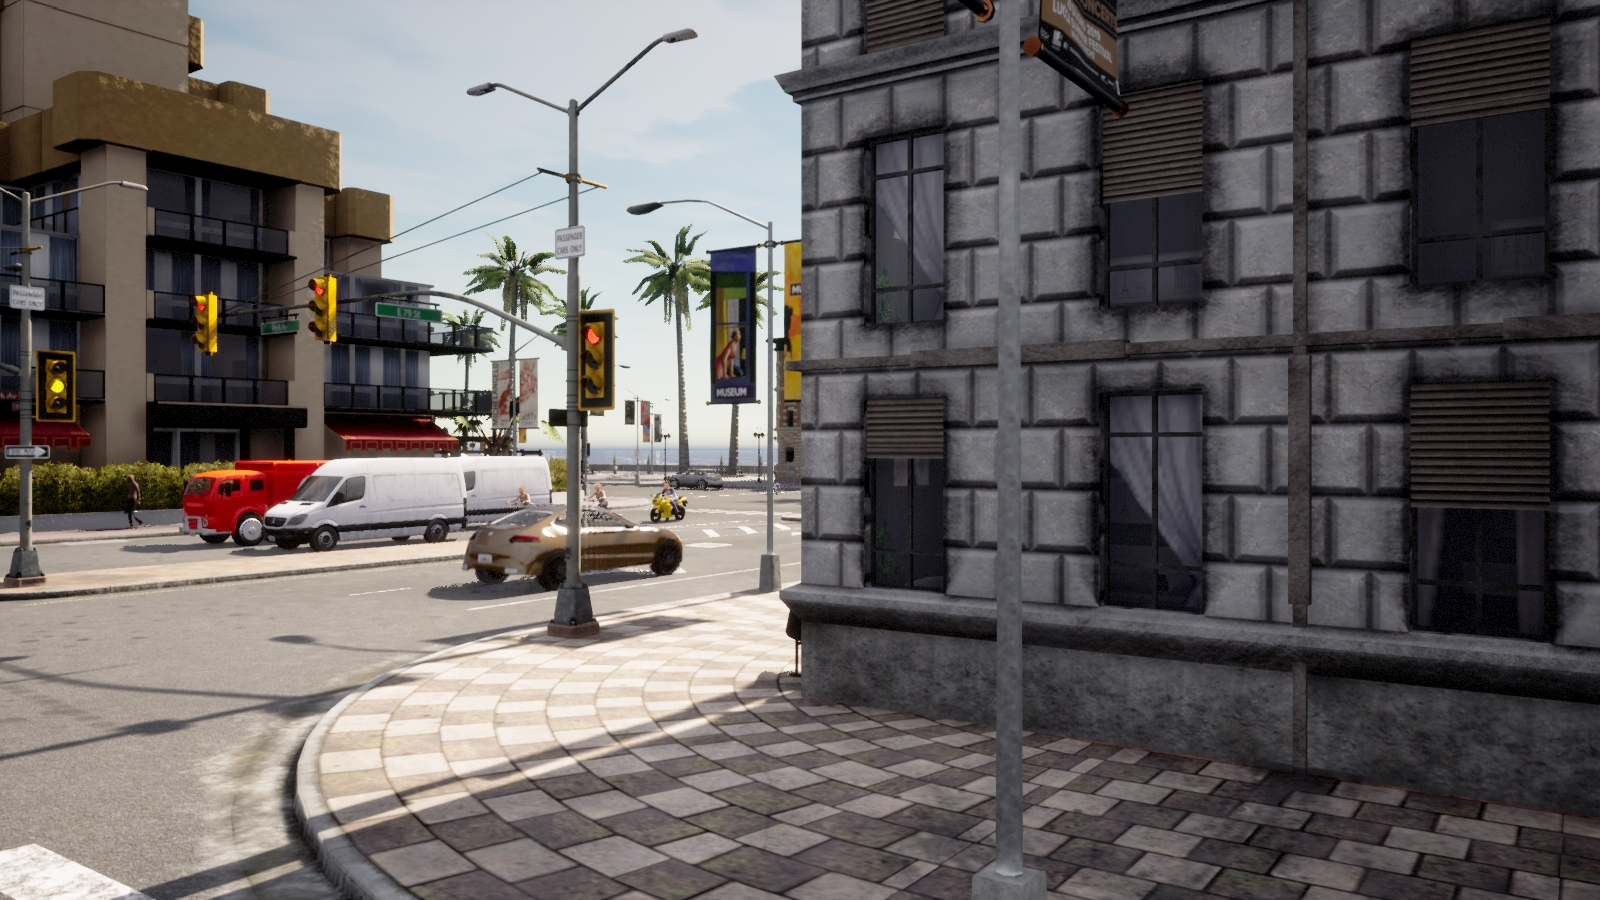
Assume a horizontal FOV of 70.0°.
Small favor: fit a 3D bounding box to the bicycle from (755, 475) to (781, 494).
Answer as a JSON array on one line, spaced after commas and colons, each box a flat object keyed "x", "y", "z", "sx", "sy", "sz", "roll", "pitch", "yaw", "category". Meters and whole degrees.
[{"x": -2.042, "y": 2.193, "z": 72.105, "sx": 1.835, "sy": 1.171, "sz": 0.329, "roll": 0, "pitch": 0, "yaw": 36, "category": "bicycle"}]

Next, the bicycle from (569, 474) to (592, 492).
[{"x": -14.744, "y": 2.188, "z": 76.867, "sx": 1.835, "sy": 1.171, "sz": 0.329, "roll": 0, "pitch": 0, "yaw": 35, "category": "bicycle"}]

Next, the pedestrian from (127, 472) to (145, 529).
[{"x": -22.133, "y": 1.680, "z": 38.081, "sx": 0.375, "sy": 1.860, "sz": 0.375, "roll": 0, "pitch": 0, "yaw": 33, "category": "pedestrian"}]

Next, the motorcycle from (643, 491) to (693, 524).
[{"x": -5.089, "y": 2.201, "z": 44.130, "sx": 0.803, "sy": 1.145, "sz": 2.033, "roll": 0, "pitch": 0, "yaw": 35, "category": "motorcycle"}]

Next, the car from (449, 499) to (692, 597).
[{"x": -4.771, "y": 1.985, "z": 24.512, "sx": 2.152, "sy": 1.651, "sz": 5.027, "roll": 0, "pitch": 0, "yaw": 35, "category": "car"}]

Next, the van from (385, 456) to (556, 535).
[{"x": -11.636, "y": 1.521, "z": 40.813, "sx": 1.988, "sy": 2.561, "sz": 5.915, "roll": 0, "pitch": 0, "yaw": 35, "category": "van"}]

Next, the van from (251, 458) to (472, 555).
[{"x": -12.629, "y": 1.522, "z": 33.353, "sx": 1.988, "sy": 2.561, "sz": 5.915, "roll": 0, "pitch": 0, "yaw": 35, "category": "van"}]

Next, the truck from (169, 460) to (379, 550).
[{"x": -15.891, "y": 1.555, "z": 34.807, "sx": 2.627, "sy": 2.467, "sz": 5.204, "roll": 0, "pitch": 0, "yaw": 35, "category": "truck"}]

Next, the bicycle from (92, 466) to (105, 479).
[{"x": -66.876, "y": 2.164, "z": 108.948, "sx": 1.835, "sy": 1.171, "sz": 0.329, "roll": 0, "pitch": 0, "yaw": 36, "category": "bicycle"}]

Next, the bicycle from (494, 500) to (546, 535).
[{"x": -9.333, "y": 2.244, "z": 38.087, "sx": 0.859, "sy": 1.080, "sz": 1.487, "roll": 0, "pitch": 0, "yaw": 35, "category": "bicycle"}]
